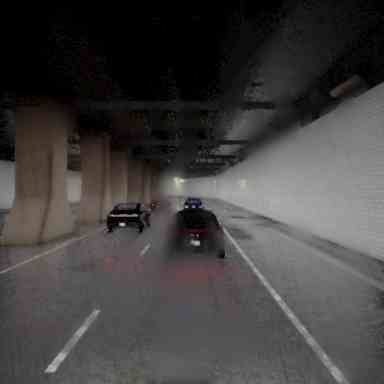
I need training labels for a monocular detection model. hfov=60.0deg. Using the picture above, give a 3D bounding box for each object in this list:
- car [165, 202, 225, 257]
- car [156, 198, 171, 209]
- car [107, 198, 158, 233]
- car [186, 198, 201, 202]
[{"bbox_3d":[0.116,1.372,12.487,1.882,1.535,5.008,0,0,0],"label":"car"},{"bbox_3d":[-3.351,1.295,36.325,1.895,1.301,4.718,0,0,0],"label":"car"},{"bbox_3d":[-3.375,1.334,18.541,2.128,1.511,4.902,0,0,0],"label":"car"},{"bbox_3d":[0.142,1.288,30.970,2.033,1.411,5.357,0,0,0],"label":"car"}]
